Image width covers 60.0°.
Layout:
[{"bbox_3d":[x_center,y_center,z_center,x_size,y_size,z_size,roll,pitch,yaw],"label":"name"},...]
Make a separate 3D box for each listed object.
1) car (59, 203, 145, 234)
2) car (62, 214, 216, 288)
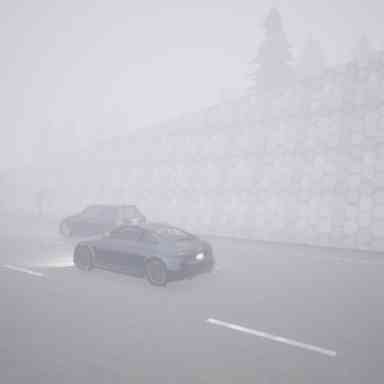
[{"bbox_3d":[-4.186,1.310,15.583,4.553,1.767,2.097,0,0,36],"label":"car"},{"bbox_3d":[-1.434,1.542,9.317,4.181,1.385,1.994,0,0,36],"label":"car"}]
